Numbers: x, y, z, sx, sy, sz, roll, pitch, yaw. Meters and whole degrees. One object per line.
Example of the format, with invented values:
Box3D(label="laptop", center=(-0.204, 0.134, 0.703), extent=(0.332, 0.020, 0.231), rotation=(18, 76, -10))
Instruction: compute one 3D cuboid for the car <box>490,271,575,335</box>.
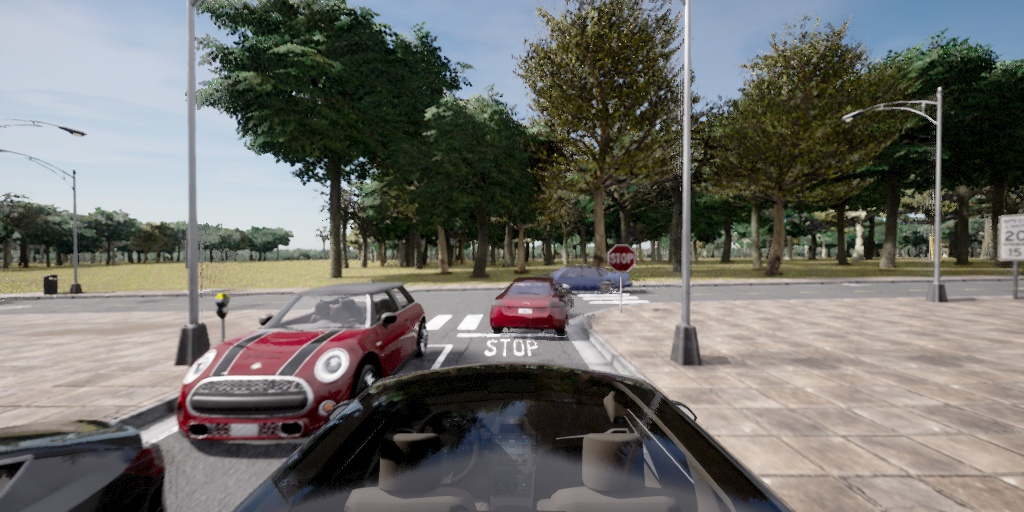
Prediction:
Box3D(label="car", center=(0.719, 1.311, 10.645), extent=(1.994, 1.385, 4.181), rotation=(0, 0, 11))

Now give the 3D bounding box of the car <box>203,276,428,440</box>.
Box3D(label="car", center=(-2.638, 1.188, 5.531), extent=(1.967, 1.591, 4.097), rotation=(0, 0, 0))

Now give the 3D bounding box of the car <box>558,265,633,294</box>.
Box3D(label="car", center=(3.286, 1.185, 18.295), extent=(5.357, 1.411, 2.033), rotation=(-1, 1, 0))
